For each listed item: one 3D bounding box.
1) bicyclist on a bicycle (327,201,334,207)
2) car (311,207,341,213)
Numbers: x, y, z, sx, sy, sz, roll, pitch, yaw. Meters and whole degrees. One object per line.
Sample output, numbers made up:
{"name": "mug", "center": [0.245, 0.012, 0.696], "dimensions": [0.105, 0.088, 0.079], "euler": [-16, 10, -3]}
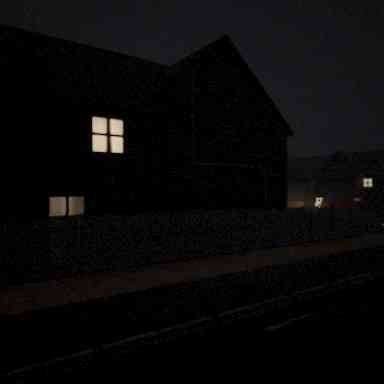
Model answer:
{"name": "bicyclist on a bicycle", "center": [14.326, 1.709, 34.529], "dimensions": [1.656, 1.620, 0.582], "euler": [-1, 0, -36]}
{"name": "car", "center": [11.857, 1.957, 27.931], "dimensions": [1.994, 1.385, 4.181], "euler": [-1, -1, -35]}
